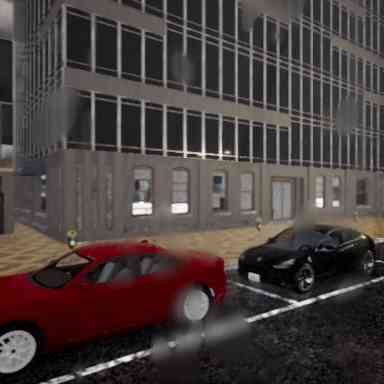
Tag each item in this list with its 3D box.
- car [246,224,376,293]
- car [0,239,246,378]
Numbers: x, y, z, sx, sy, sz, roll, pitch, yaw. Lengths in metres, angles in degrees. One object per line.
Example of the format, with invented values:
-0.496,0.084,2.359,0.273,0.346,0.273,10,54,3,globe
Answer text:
3.185,1.558,8.830,4.313,1.339,1.947,0,0,-36,car
-1.448,1.543,5.523,4.507,1.381,1.887,0,0,-36,car
